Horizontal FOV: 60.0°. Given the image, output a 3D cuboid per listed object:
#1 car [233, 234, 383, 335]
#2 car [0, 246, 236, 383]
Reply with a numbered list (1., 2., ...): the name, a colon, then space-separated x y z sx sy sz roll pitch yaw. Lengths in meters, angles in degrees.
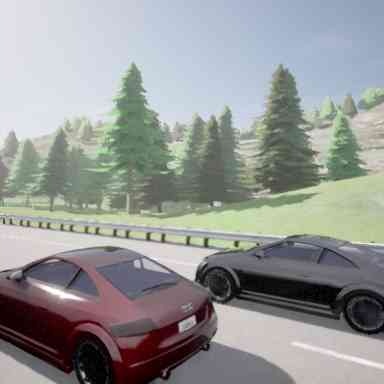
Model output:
1. car: 2.119 1.564 6.781 4.181 1.385 1.994 0 0 35
2. car: -1.688 1.565 5.196 4.181 1.385 1.994 0 0 36
